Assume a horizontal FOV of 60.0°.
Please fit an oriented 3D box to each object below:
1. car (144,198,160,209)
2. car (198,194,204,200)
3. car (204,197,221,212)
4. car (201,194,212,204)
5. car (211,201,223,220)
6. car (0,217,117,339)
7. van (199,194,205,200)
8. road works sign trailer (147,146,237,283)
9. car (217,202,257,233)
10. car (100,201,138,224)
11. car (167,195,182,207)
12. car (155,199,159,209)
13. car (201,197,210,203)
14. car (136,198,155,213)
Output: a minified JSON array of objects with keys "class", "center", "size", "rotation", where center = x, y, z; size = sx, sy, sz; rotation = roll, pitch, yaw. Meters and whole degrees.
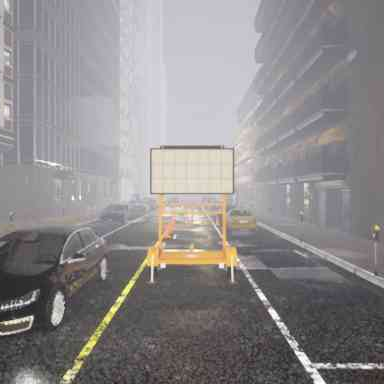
[{"class":"car","center":[-5.645,1.558,47.657],"size":[1.752,1.417,4.829],"rotation":[0,0,0]},{"class":"car","center":[2.747,1.360,59.116],"size":[2.192,1.841,5.009],"rotation":[0,0,0]},{"class":"car","center":[2.725,1.572,36.522],"size":[2.008,1.369,4.403],"rotation":[0,0,0]},{"class":"car","center":[2.736,1.473,47.819],"size":[1.967,1.590,4.097],"rotation":[0,0,0]},{"class":"car","center":[2.715,1.578,25.225],"size":[1.947,1.339,4.313],"rotation":[0,0,0]},{"class":"car","center":[-3.094,1.507,6.916],"size":[1.837,1.490,4.892],"rotation":[0,0,0]},{"class":"van","center":[2.778,1.433,93.007],"size":[1.690,1.788,3.998],"rotation":[0,0,0]},{"class":"road works sign trailer","center":[0.009,0.468,9.641],"size":[2.380,3.560,2.880],"rotation":[0,0,0]},{"class":"car","center":[2.709,1.534,19.746],"size":[1.752,1.417,4.829],"rotation":[0,0,0]},{"class":"car","center":[-5.666,1.578,25.233],"size":[1.947,1.339,4.313],"rotation":[0,0,0]},{"class":"car","center":[-2.950,1.567,53.034],"size":[1.837,1.490,4.892],"rotation":[0,0,0]},{"class":"car","center":[-5.650,1.467,42.179],"size":[1.967,1.590,4.097],"rotation":[0,0,0]},{"class":"car","center":[2.757,1.639,70.413],"size":[1.802,1.307,4.206],"rotation":[0,0,0]},{"class":"car","center":[-5.655,1.572,36.529],"size":[2.008,1.369,4.403],"rotation":[0,0,0]}]
